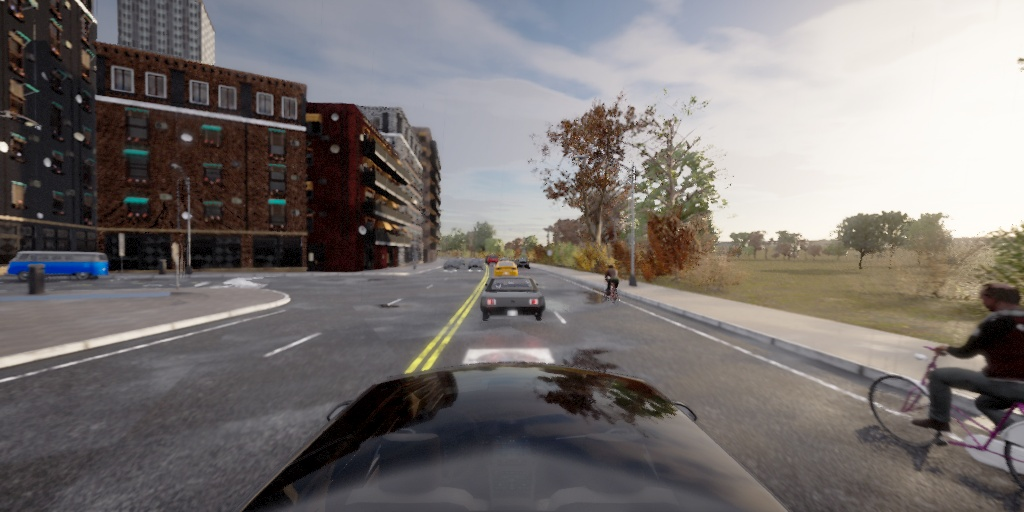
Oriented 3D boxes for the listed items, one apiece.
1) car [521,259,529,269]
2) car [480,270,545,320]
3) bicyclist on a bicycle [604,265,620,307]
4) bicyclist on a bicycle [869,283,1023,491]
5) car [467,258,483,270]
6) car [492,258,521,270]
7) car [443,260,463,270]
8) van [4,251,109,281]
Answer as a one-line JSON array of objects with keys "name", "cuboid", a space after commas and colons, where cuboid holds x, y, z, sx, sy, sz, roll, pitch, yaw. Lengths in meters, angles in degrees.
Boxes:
[{"name": "car", "cuboid": [1.410, 1.121, 52.352, 1.837, 1.490, 4.892, 0, 0, -4]}, {"name": "car", "cuboid": [-0.014, 1.325, 12.391, 1.895, 1.301, 4.718, 0, 0, -1]}, {"name": "bicyclist on a bicycle", "cuboid": [3.994, 1.170, 14.313, 0.582, 1.620, 1.656, 0, 0, -1]}, {"name": "bicyclist on a bicycle", "cuboid": [4.123, 1.114, 3.228, 0.659, 1.776, 1.843, 0, 0, 0]}, {"name": "car", "cuboid": [-5.109, 1.196, 50.017, 1.994, 1.385, 4.181, 0, 0, -4]}, {"name": "car", "cuboid": [-0.556, 1.158, 30.388, 1.882, 1.535, 5.008, 0, 0, -2]}, {"name": "car", "cuboid": [-8.341, 1.201, 49.652, 1.994, 1.385, 4.181, 0, 0, -4]}, {"name": "van", "cuboid": [-28.040, 0.614, 22.283, 3.998, 1.789, 1.690, 0, 0, -30]}]
